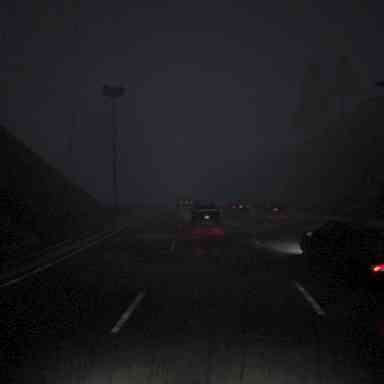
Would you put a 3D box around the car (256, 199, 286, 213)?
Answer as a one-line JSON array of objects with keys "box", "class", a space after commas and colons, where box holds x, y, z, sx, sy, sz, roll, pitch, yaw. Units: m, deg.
[{"box": [7.211, 1.272, 31.683, 1.895, 1.301, 4.718, -1, 0, -6], "class": "car"}]

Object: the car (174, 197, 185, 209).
[{"box": [-1.098, 1.300, 41.261, 2.033, 1.411, 5.357, -1, 0, -10], "class": "car"}]

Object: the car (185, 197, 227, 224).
[{"box": [0.826, 1.329, 23.107, 2.128, 1.511, 4.902, -1, 1, -2], "class": "car"}]

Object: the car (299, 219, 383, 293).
[{"box": [4.284, 1.418, 8.558, 2.033, 1.411, 5.357, -1, 0, 4], "class": "car"}]

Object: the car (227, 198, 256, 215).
[{"box": [3.851, 1.285, 30.331, 2.033, 1.411, 5.357, -1, 0, -6], "class": "car"}]
